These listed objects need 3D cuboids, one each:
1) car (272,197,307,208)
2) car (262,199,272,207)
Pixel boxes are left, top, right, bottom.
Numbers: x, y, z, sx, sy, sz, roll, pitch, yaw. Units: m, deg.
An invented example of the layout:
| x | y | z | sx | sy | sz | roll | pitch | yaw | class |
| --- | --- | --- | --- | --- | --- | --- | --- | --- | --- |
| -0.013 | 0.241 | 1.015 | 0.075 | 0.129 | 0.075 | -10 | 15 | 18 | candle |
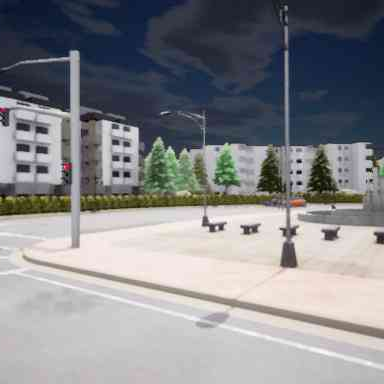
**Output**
| x | y | z | sx | sy | sz | roll | pitch | yaw | class |
| --- | --- | --- | --- | --- | --- | --- | --- | --- | --- |
| 15.290 | 1.520 | 51.233 | 4.553 | 1.767 | 2.097 | 0 | 0 | -21 | car |
| 13.847 | 1.715 | 54.421 | 4.892 | 1.490 | 1.837 | 0 | -1 | -21 | car |
